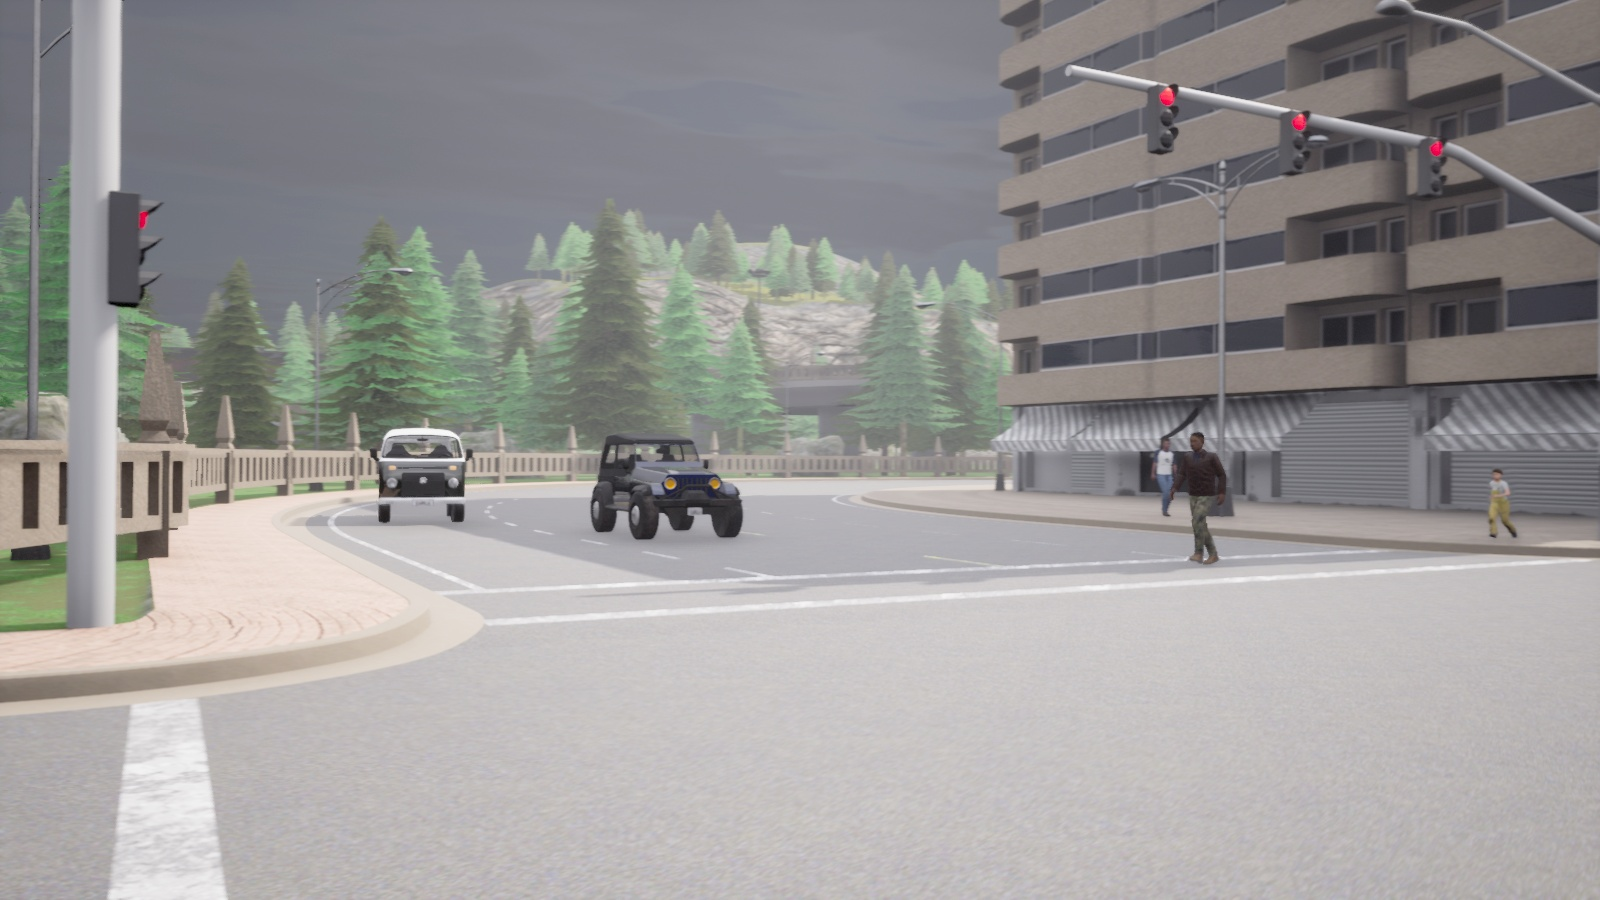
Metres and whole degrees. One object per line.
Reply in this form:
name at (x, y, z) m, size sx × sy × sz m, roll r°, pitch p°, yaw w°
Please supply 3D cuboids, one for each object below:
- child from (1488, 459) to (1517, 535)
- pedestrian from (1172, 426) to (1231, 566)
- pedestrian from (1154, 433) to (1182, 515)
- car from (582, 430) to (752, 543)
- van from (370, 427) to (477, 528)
child at (11.884, 0.791, 21.250) m, size 0.437 × 1.263 × 0.270 m, roll 0°, pitch 0°, yaw -35°
pedestrian at (5.418, 0.608, 16.953) m, size 0.703 × 1.840 × 0.431 m, roll 0°, pitch 0°, yaw -37°
pedestrian at (8.402, 0.546, 28.691) m, size 0.354 × 1.836 × 0.706 m, roll 0°, pitch 0°, yaw -10°
car at (-2.549, 0.625, 23.193) m, size 1.905 × 1.878 × 3.866 m, roll 0°, pitch 0°, yaw -26°
van at (-8.336, 0.563, 27.628) m, size 2.069 × 2.038 × 4.480 m, roll 0°, pitch 0°, yaw -18°
